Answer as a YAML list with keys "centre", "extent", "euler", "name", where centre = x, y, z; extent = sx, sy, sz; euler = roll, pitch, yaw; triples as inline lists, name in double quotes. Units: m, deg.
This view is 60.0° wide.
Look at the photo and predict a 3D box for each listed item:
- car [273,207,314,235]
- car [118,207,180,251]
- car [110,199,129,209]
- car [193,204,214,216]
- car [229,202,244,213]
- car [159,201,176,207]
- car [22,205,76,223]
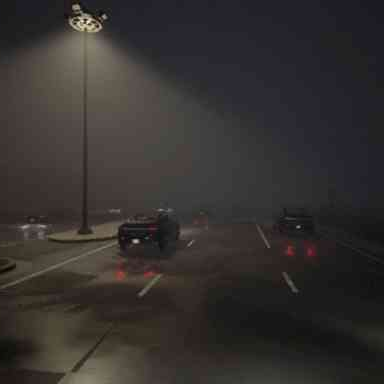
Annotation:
- centre: [6.057, 1.678, 20.225]
  extent: [2.128, 1.511, 4.902]
  euler: [0, -1, 8]
  name: "car"
- centre: [-1.757, 1.622, 14.766]
  extent: [2.128, 1.511, 4.902]
  euler: [0, -1, 8]
  name: "car"
- centre: [-11.579, 1.953, 53.421]
  extent: [2.128, 1.511, 4.902]
  euler: [0, 0, 8]
  name: "car"
- centre: [1.324, 1.927, 36.545]
  extent: [1.895, 1.301, 4.718]
  euler: [0, -1, 8]
  name: "car"
- centre: [5.775, 1.934, 42.853]
  extent: [2.033, 1.411, 5.357]
  euler: [0, 0, 8]
  name: "car"
- centre: [-4.122, 2.094, 56.003]
  extent: [1.895, 1.301, 4.718]
  euler: [0, -1, 9]
  name: "car"
- centre: [-11.752, 1.783, 27.857]
  extent: [2.033, 1.411, 5.357]
  euler: [0, -1, 8]
  name: "car"
